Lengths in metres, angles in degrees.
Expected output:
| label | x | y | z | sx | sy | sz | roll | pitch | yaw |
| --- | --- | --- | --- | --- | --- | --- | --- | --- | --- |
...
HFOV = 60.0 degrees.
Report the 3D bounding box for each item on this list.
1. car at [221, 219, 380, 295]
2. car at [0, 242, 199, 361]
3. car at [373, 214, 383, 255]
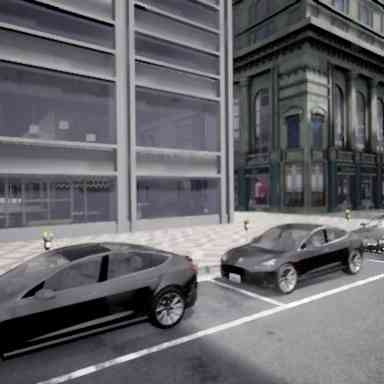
| label | x | y | z | sx | sy | sz | roll | pitch | yaw |
| --- | --- | --- | --- | --- | --- | --- | --- | --- | --- |
| car | 2.717 | 1.504 | 8.592 | 4.313 | 1.339 | 1.947 | -1 | 0 | -36 |
| car | -1.871 | 1.554 | 5.318 | 4.313 | 1.339 | 1.947 | -1 | 0 | -36 |
| car | 7.305 | 1.440 | 11.866 | 4.403 | 1.369 | 2.008 | -1 | 0 | -36 |
